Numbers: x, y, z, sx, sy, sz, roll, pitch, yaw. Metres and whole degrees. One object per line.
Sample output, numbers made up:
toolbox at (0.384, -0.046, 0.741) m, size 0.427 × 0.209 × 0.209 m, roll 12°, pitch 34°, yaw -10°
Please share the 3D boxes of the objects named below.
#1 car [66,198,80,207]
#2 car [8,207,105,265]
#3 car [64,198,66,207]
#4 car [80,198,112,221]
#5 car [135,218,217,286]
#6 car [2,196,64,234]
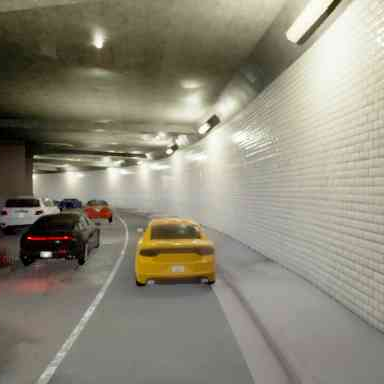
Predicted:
car at (-15.704, 1.477, 42.445) m, size 1.882 × 1.535 × 5.008 m, roll 0°, pitch 0°, yaw -38°
car at (-4.423, 1.504, 11.744) m, size 1.837 × 1.490 × 4.892 m, roll 0°, pitch 0°, yaw -8°
car at (-15.357, 1.548, 35.892) m, size 2.033 × 1.411 × 5.357 m, roll 0°, pitch 0°, yaw -30°
car at (-7.578, 1.353, 26.527) m, size 2.097 × 1.767 × 4.553 m, roll 0°, pitch 0°, yaw -17°
car at (-0.553, 1.477, 9.496) m, size 1.882 × 1.535 × 5.008 m, roll 0°, pitch 0°, yaw -6°
car at (-9.231, 1.224, 19.485) m, size 2.150 × 2.045 × 5.566 m, roll 0°, pitch 0°, yaw -12°
